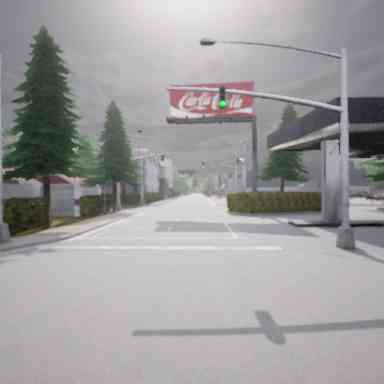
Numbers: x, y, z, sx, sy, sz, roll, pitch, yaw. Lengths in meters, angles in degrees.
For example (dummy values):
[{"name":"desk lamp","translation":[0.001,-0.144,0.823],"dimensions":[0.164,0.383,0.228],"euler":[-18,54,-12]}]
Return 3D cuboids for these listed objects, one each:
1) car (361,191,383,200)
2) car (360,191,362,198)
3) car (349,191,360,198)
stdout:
[{"name":"car","translation":[36.186,0.897,65.954],"dimensions":[2.007,1.523,4.514],"euler":[-1,0,1]},{"name":"car","translation":[42.880,0.574,84.349],"dimensions":[1.932,1.855,4.605],"euler":[-1,0,1]},{"name":"car","translation":[39.968,0.585,83.986],"dimensions":[1.905,1.878,3.866],"euler":[-1,0,1]}]
